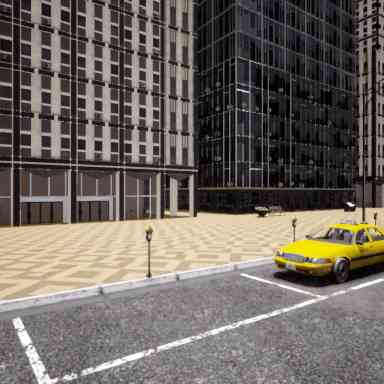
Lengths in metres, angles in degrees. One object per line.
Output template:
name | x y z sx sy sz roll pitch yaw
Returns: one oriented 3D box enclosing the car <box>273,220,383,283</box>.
car | 4.421 1.526 9.667 4.829 1.417 1.752 0 0 -35
